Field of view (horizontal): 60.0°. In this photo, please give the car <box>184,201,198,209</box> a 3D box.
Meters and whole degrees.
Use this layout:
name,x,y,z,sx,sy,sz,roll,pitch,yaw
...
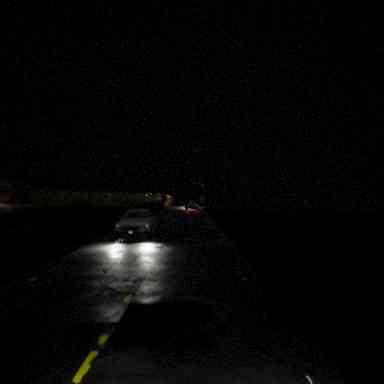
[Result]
name,x,y,z,sx,sy,sz,roll,pitch,yaw
car,-0.134,2.412,62.471,1.837,1.490,4.892,0,-2,9

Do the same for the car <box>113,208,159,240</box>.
name,x,y,z,sx,sy,sz,roll,pitch,yaw
car,-2.829,1.595,17.677,1.812,1.442,4.674,0,0,0

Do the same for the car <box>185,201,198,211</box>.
name,x,y,z,sx,sy,sz,roll,pitch,yaw
car,-0.009,2.159,52.335,1.812,1.442,4.674,0,-1,0
